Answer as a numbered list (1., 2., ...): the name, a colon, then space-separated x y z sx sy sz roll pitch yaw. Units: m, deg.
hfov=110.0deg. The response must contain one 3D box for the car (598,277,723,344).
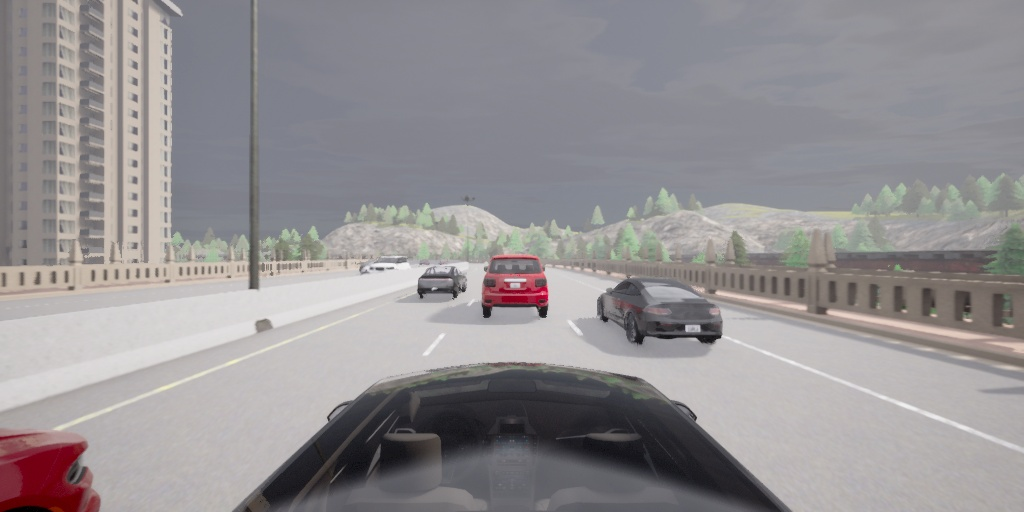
1. car: 3.598 1.276 9.431 1.812 1.442 4.674 0 0 0

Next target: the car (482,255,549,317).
1. car: 0.097 0.975 13.404 2.150 2.045 5.566 0 0 0

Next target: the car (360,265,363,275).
1. car: -14.108 1.320 37.575 1.812 1.442 4.674 0 0 0

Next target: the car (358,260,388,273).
1. car: -17.630 1.296 45.597 1.882 1.535 5.008 0 0 0

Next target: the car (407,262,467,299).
1. car: -3.404 1.250 18.117 2.128 1.511 4.902 0 0 0

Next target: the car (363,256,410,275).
1. car: -10.599 1.002 31.396 2.150 2.045 5.566 0 0 0
